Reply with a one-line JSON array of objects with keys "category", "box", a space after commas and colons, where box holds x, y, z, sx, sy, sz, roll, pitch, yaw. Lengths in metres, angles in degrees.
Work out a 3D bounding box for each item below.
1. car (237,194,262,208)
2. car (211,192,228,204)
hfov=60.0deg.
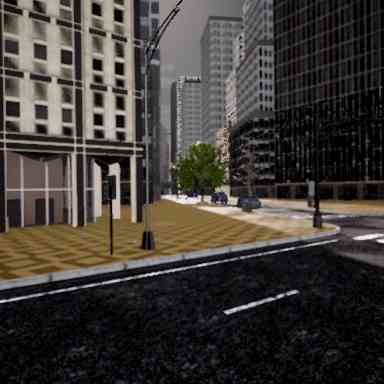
[{"category": "car", "box": [7.034, 1.112, 41.288, 2.097, 1.767, 4.553, -1, 0, -7]}, {"category": "car", "box": [4.797, 0.989, 58.561, 2.150, 2.045, 5.566, -1, 0, -7]}]
